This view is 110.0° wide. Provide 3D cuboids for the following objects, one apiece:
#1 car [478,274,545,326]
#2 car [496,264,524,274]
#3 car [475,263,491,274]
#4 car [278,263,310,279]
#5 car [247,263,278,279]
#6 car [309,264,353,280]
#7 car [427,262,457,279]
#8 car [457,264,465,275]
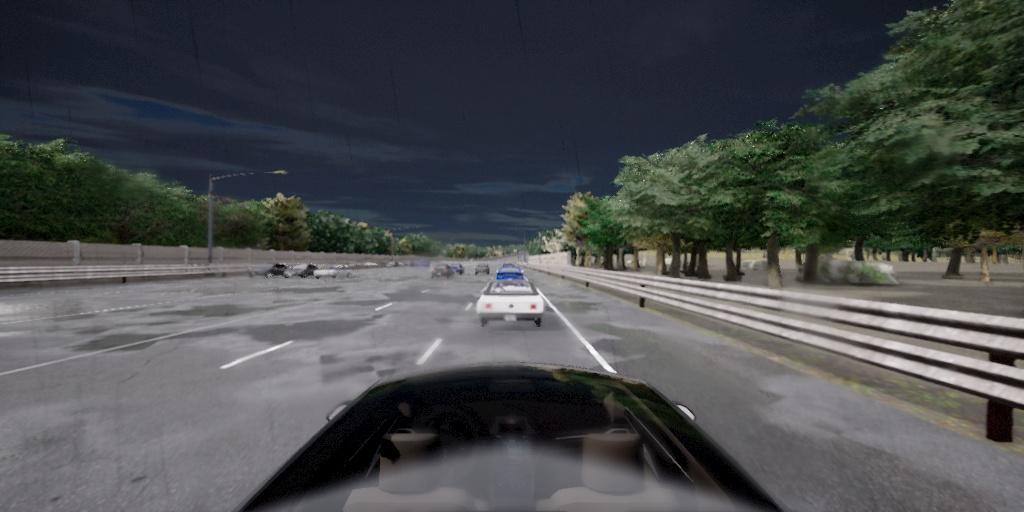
[{"bbox_3d":[-0.031,1.441,12.097,1.895,1.301,4.718,0,0,0],"label":"car"},{"bbox_3d":[-0.160,1.472,26.415,1.882,1.535,5.008,0,-1,-1],"label":"car"},{"bbox_3d":[-4.034,1.740,49.590,2.128,1.511,4.902,0,-1,-2],"label":"car"},{"bbox_3d":[-21.345,1.545,36.698,1.812,1.442,4.674,0,-1,-2],"label":"car"},{"bbox_3d":[-24.852,1.510,36.854,1.837,1.490,4.892,0,0,-2],"label":"car"},{"bbox_3d":[-17.824,1.626,35.886,1.895,1.301,4.718,0,-1,-2],"label":"car"},{"bbox_3d":[-7.246,1.620,37.754,1.812,1.442,4.674,0,-1,-1],"label":"car"},{"bbox_3d":[-7.516,1.746,48.492,1.812,1.442,4.674,0,-1,-2],"label":"car"}]
